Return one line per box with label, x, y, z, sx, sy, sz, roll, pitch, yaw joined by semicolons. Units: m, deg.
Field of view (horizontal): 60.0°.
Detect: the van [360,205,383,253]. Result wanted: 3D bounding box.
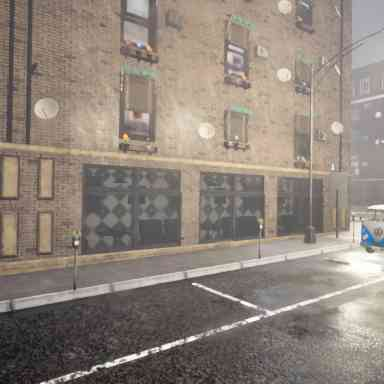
van;7.800;1.345;12.215;3.998;1.788;1.690;0;1;-35
